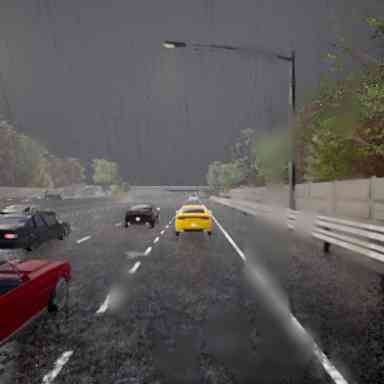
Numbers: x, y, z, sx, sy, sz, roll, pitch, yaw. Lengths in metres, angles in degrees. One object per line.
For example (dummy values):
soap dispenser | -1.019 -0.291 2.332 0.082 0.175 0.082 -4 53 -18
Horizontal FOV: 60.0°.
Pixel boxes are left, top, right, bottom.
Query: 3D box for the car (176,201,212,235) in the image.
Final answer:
car | 0.089 1.506 19.167 1.882 1.535 5.008 0 0 0

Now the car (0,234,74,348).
car | -3.375 1.604 4.765 1.895 1.301 4.718 0 0 0

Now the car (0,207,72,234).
car | -6.837 1.560 13.897 2.033 1.411 5.357 0 0 0

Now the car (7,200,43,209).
car | -10.300 1.511 21.071 2.128 1.511 4.902 0 0 0

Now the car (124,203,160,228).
car | -3.291 1.507 22.726 1.882 1.535 5.008 0 0 0

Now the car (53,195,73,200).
car | -20.778 1.618 55.156 1.812 1.442 4.674 0 0 1

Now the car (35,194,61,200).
car | -24.245 1.320 57.392 2.150 2.045 5.566 0 0 1

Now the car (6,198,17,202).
car | -31.221 1.693 59.591 1.895 1.301 4.718 0 0 0

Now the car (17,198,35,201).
car | -27.744 1.656 57.392 1.994 1.385 4.181 0 0 1

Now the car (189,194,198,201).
car | 0.385 1.453 81.871 2.150 2.045 5.566 0 0 0
